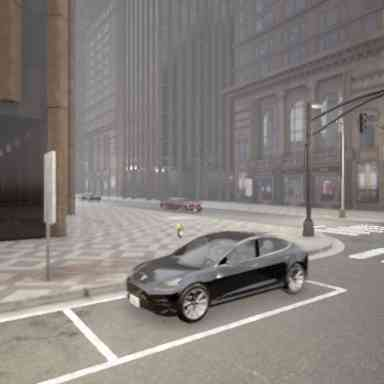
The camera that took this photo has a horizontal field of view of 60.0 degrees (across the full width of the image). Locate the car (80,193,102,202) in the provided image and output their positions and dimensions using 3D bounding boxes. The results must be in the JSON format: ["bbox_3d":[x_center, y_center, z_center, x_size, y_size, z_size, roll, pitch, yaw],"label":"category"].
[{"bbox_3d":[-15.142,0.838,49.768,1.895,1.301,4.718,0,1,-35],"label":"car"}]

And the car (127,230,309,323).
[{"bbox_3d":[0.752,1.557,7.187,4.313,1.339,1.947,0,0,-36],"label":"car"}]

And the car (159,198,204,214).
[{"bbox_3d":[-0.995,1.203,30.059,1.895,1.301,4.718,0,1,-36],"label":"car"}]
